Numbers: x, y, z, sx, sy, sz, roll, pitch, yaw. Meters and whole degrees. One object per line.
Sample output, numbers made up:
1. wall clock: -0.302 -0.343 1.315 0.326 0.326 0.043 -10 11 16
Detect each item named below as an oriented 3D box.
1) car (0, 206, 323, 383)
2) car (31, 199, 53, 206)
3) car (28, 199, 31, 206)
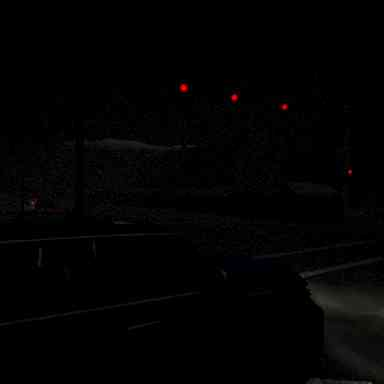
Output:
1. car: -1.049 1.235 3.353 5.566 2.045 2.150 0 0 -35
2. car: -20.370 1.654 45.810 2.128 1.511 4.902 0 0 -31
3. car: -25.837 1.789 54.704 1.895 1.301 4.718 0 0 -31
